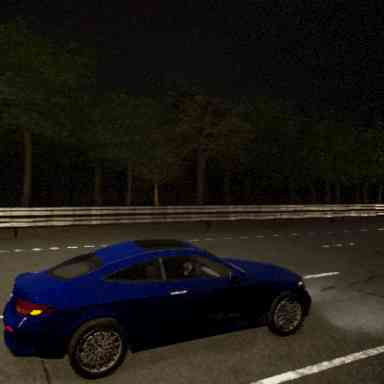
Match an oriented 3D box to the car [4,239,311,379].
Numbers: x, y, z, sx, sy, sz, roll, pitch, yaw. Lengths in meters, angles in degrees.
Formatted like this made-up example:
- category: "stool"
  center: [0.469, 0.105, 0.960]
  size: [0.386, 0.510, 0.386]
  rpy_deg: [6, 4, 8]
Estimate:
- category: "car"
  center: [-0.298, 1.495, 5.276]
  size: [4.674, 1.442, 1.812]
  rpy_deg: [1, 0, -25]
